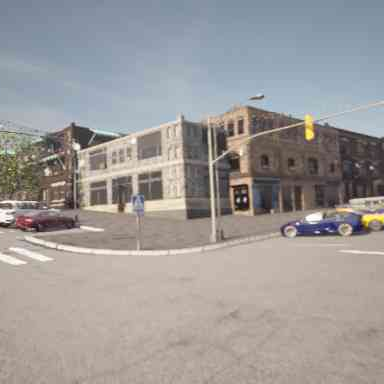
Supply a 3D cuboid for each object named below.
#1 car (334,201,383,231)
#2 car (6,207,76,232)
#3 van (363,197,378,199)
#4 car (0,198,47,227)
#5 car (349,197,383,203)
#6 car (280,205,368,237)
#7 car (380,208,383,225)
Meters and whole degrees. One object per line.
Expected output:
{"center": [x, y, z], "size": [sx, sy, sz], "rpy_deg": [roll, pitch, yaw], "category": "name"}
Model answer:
{"center": [10.249, 1.750, 21.945], "size": [5.366, 1.575, 1.946], "rpy_deg": [-6, -4, 28], "category": "car"}
{"center": [-10.780, 2.080, 24.701], "size": [2.002, 1.452, 4.674], "rpy_deg": [1, -1, 23], "category": "car"}
{"center": [14.679, 1.386, 26.008], "size": [4.442, 1.987, 1.878], "rpy_deg": [-6, -4, 28], "category": "van"}
{"center": [-12.983, 1.743, 26.781], "size": [2.435, 2.045, 5.566], "rpy_deg": [1, -1, 23], "category": "car"}
{"center": [12.297, 1.574, 24.069], "size": [4.553, 1.767, 2.185], "rpy_deg": [-6, -4, 28], "category": "car"}
{"center": [7.763, 1.891, 20.165], "size": [4.792, 1.488, 2.163], "rpy_deg": [-6, -3, 27], "category": "car"}
{"center": [12.097, 1.504, 17.414], "size": [4.902, 1.511, 2.128], "rpy_deg": [-3, -2, -42], "category": "car"}
